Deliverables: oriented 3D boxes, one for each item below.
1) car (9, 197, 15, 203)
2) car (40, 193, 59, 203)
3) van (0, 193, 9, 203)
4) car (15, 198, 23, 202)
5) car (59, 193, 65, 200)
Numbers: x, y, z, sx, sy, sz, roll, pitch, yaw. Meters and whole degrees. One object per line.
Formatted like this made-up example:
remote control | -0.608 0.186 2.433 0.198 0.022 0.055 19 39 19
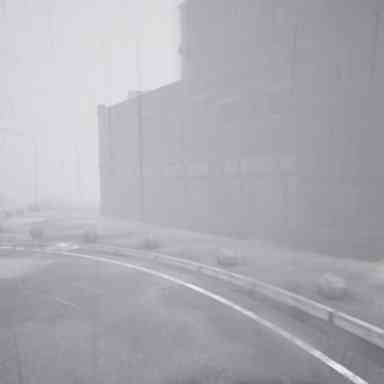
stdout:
car | -35.867 1.244 61.339 4.553 1.767 2.185 -1 -1 -13
car | -25.497 1.099 58.886 1.882 1.535 5.008 -1 0 -13
van | -35.268 1.108 58.362 4.442 1.987 1.878 -1 0 -13
car | -36.311 1.410 64.229 5.366 1.575 1.946 -1 -1 -13
car | -27.793 1.031 69.035 2.097 1.767 4.553 -1 -1 -13
